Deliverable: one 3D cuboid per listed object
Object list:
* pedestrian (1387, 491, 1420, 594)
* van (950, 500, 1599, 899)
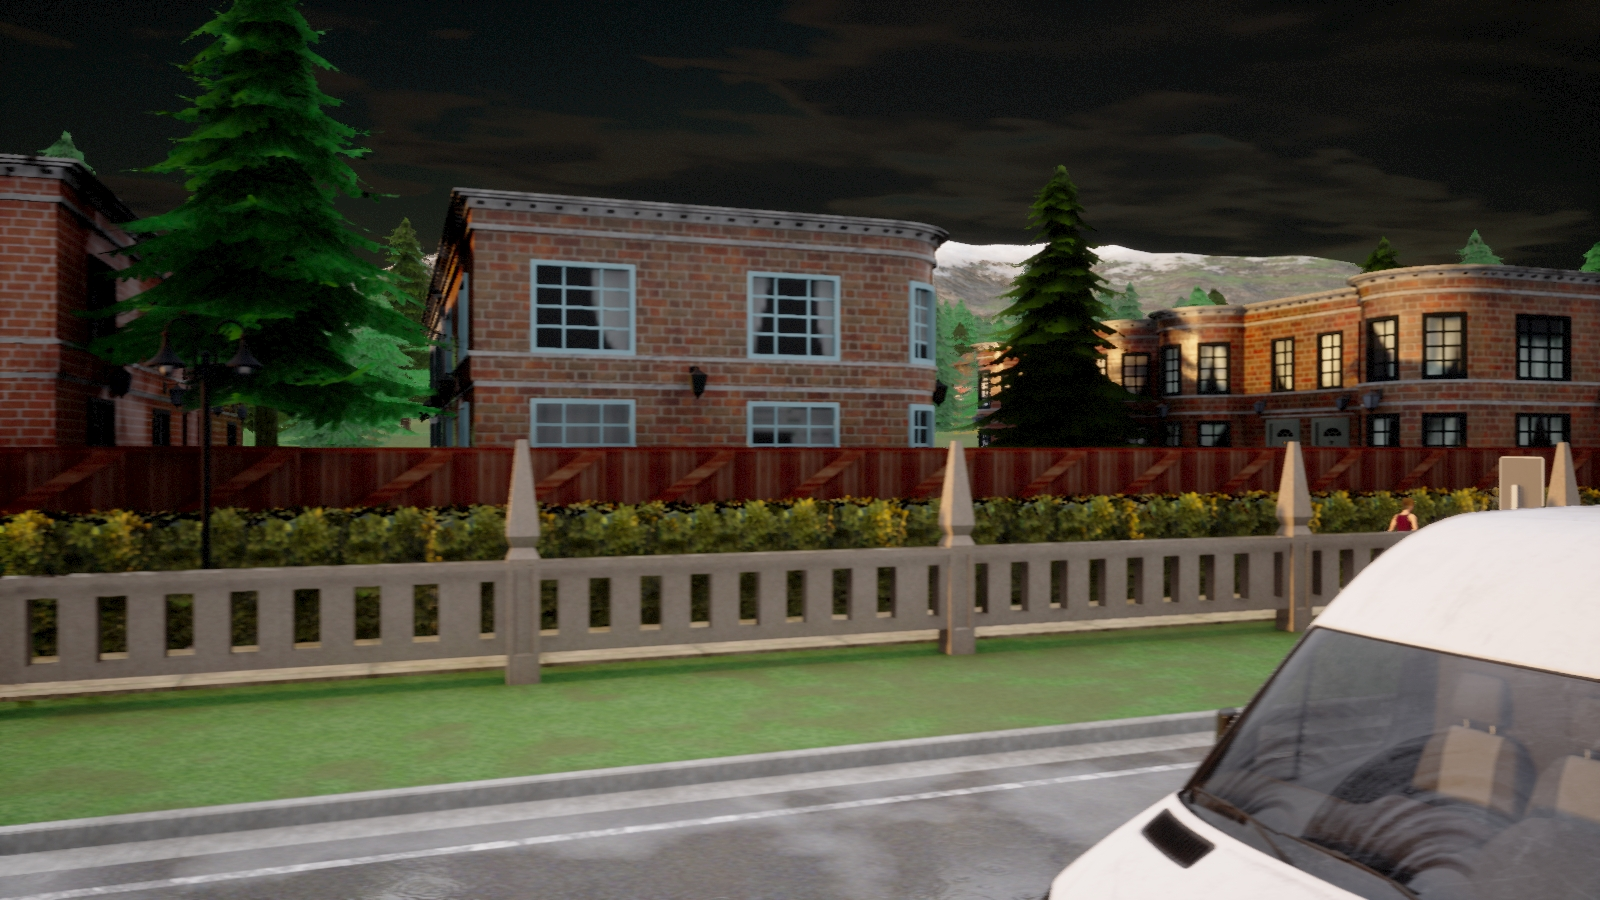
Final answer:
[{"bbox_3d":[11.102,1.697,21.013,0.375,1.860,0.375,0,0,-19],"label":"pedestrian"},{"bbox_3d":[3.721,1.533,4.652,5.915,2.561,1.988,0,0,-20],"label":"van"}]
